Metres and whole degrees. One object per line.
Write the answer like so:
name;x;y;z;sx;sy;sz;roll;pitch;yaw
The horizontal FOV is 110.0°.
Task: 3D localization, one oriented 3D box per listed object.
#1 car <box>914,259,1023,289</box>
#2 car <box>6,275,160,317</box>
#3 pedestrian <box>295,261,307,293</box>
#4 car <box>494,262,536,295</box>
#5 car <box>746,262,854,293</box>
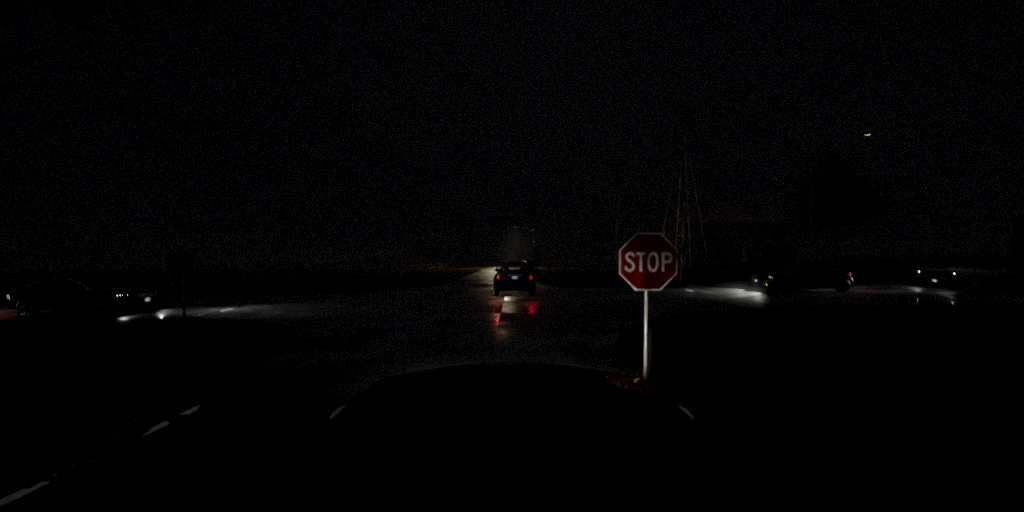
car;22.550;0.836;17.242;4.718;1.301;1.895;-1;1;0
car;-17.267;1.554;14.592;4.902;1.511;2.128;-1;1;1
pedestrian;-12.113;1.170;20.523;0.375;1.860;0.375;0;2;0
car;0.140;1.090;19.718;2.097;1.767;4.553;0;0;0
car;13.777;0.974;17.313;4.181;1.385;1.994;-1;1;1
